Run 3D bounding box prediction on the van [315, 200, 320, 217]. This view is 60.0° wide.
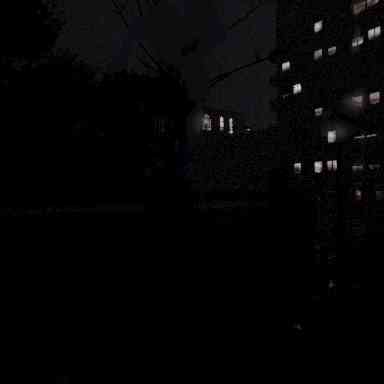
[{"bbox_3d":[10.426,1.658,32.596,1.690,1.788,3.998,-1,0,-36],"label":"van"}]
